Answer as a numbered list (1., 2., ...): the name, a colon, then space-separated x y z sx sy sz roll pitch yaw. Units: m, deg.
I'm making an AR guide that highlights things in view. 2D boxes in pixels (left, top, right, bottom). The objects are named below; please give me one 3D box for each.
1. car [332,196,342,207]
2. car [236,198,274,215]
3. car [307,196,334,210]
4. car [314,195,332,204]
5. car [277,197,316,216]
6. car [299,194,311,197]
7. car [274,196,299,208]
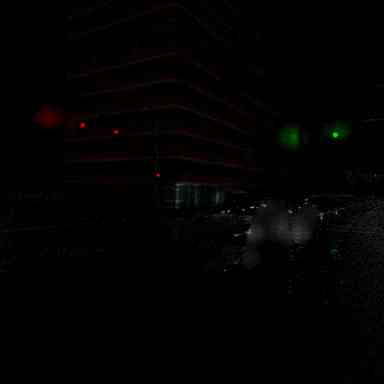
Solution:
1. car: 20.620 1.384 48.351 1.812 1.442 4.674 1 1 32
2. car: 5.767 1.304 31.217 1.812 1.442 4.674 1 1 32
3. car: 15.235 1.454 39.775 1.895 1.301 4.718 1 1 32
4. car: 23.376 1.343 59.287 2.033 1.411 5.357 1 1 32
5. car: 9.905 1.449 31.234 1.895 1.301 4.718 1 1 32
6. car: 15.977 1.140 47.540 2.097 1.767 4.553 1 1 32
7. car: 10.671 1.260 39.071 1.882 1.535 5.008 1 1 32
